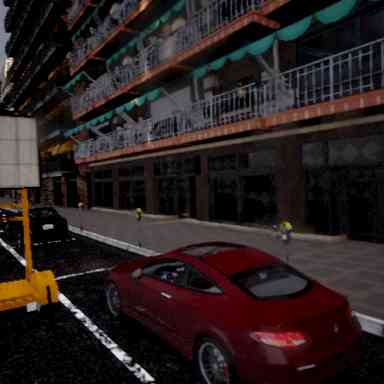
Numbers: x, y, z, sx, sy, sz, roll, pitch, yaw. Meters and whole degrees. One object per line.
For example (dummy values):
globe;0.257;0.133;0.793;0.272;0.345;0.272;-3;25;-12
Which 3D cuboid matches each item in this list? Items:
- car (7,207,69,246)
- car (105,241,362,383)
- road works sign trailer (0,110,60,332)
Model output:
car;-6.492;1.305;13.871;1.947;1.339;4.313;-4;3;-36
car;0.164;1.389;4.787;1.802;1.307;4.206;-4;3;-36
road works sign trailer;-3.831;0.391;5.598;2.380;3.560;2.880;-4;2;-36
